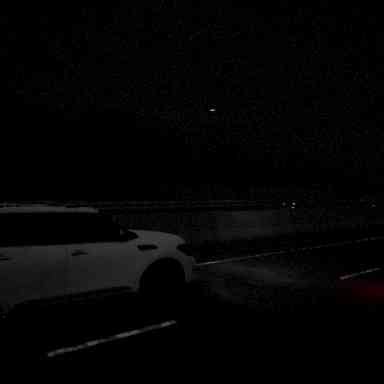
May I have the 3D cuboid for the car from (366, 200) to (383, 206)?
[{"bbox_3d":[21.696,1.598,36.627,4.553,1.767,2.097,0,0,-35],"label":"car"}]

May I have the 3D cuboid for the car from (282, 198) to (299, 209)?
[{"bbox_3d":[14.051,1.588,44.072,4.553,1.767,2.097,0,0,-35],"label":"car"}]

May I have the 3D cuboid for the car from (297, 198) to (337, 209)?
[{"bbox_3d":[15.754,1.781,40.998,5.357,1.411,2.033,0,0,-35],"label":"car"}]

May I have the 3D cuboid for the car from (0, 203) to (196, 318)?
[{"bbox_3d":[-2.573,1.230,6.334,5.566,2.045,2.150,0,0,-36],"label":"car"}]

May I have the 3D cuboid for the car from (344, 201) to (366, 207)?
[{"bbox_3d":[19.831,1.811,39.591,4.181,1.385,1.994,0,0,-35],"label":"car"}]
